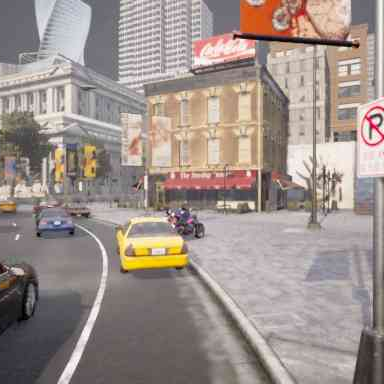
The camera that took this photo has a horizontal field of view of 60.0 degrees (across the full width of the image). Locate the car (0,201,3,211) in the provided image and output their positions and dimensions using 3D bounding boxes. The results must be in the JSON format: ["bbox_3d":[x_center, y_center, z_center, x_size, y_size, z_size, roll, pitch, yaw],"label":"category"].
[{"bbox_3d":[-12.286,1.514,19.443,1.812,1.442,4.674,0,0,-30],"label":"car"}]

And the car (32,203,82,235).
[{"bbox_3d":[-7.684,1.541,18.365,2.033,1.411,5.357,0,0,-27],"label":"car"}]

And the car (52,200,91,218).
[{"bbox_3d":[-10.377,1.586,28.766,1.895,1.301,4.718,0,0,-34],"label":"car"}]

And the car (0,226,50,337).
[{"bbox_3d":[-3.531,1.503,4.251,1.837,1.490,4.892,0,0,-8],"label":"car"}]

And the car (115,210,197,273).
[{"bbox_3d":[-1.478,1.456,10.764,1.801,1.575,5.366,0,0,-15],"label":"car"}]

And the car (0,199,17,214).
[{"bbox_3d":[-19.745,1.459,34.124,5.008,1.535,1.882,1,0,42],"label":"car"}]

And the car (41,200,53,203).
[{"bbox_3d":[-14.167,1.507,33.065,2.002,1.452,4.674,0,0,-44],"label":"car"}]
